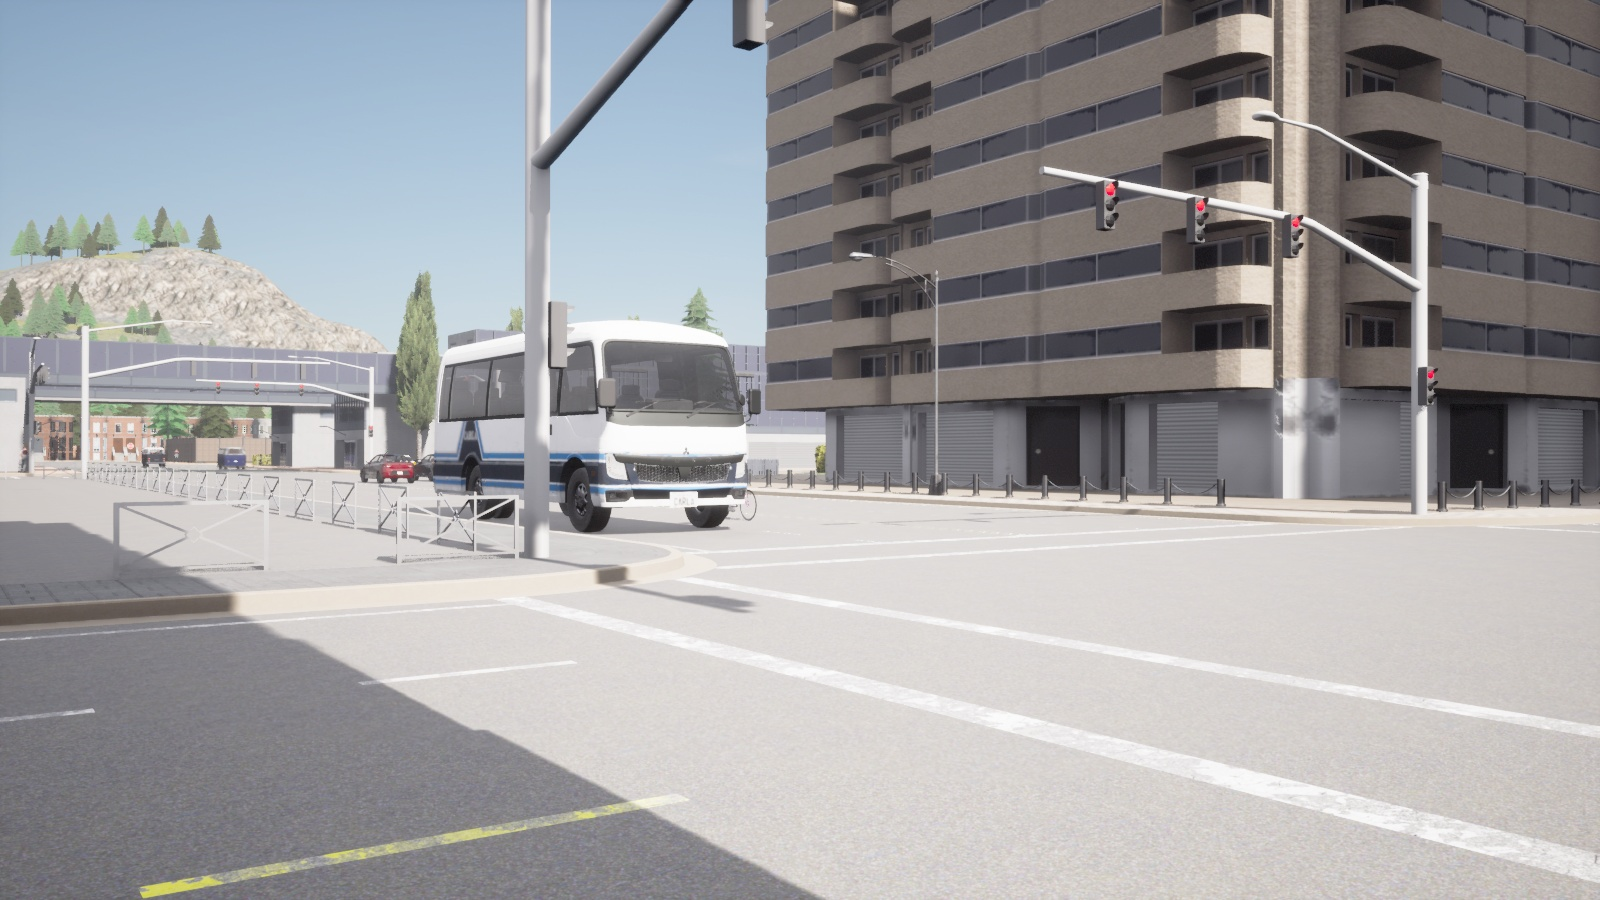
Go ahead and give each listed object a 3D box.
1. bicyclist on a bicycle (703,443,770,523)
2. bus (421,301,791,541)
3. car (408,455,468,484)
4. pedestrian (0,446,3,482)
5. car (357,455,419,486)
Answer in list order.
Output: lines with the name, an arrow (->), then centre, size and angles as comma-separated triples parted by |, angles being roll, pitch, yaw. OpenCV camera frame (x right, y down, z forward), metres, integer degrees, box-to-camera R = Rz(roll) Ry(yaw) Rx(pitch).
bicyclist on a bicycle -> -1.488, 0.745, 29.055 | 0.659, 1.776, 1.843 | 0, 0, -35
bus -> -4.724, -0.499, 27.581 | 3.944, 4.253, 10.273 | 0, 0, -35
car -> -19.461, 1.020, 67.379 | 1.816, 1.474, 4.193 | 0, 0, -35
pedestrian -> -40.172, 0.697, 62.598 | 0.703, 1.840, 0.431 | 0, 0, -35
car -> -20.704, 1.012, 63.020 | 1.816, 1.474, 4.193 | 0, 0, -35
